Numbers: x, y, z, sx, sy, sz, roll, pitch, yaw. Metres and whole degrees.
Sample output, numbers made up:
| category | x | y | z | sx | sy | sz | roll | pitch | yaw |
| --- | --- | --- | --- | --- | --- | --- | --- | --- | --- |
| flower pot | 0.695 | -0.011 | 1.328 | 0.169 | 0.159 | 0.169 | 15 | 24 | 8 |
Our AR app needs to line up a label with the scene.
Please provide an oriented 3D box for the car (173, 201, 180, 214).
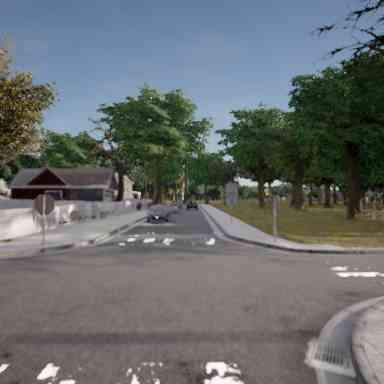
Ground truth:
| category | x | y | z | sx | sy | sz | roll | pitch | yaw |
| --- | --- | --- | --- | --- | --- | --- | --- | --- | --- |
| car | -2.825 | 2.090 | 42.131 | 1.895 | 1.301 | 4.718 | 0 | -1 | 0 |

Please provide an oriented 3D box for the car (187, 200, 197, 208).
| category | x | y | z | sx | sy | sz | roll | pitch | yaw |
| --- | --- | --- | --- | --- | --- | --- | --- | --- | --- |
| car | 0.027 | 2.329 | 64.511 | 1.812 | 1.442 | 4.674 | 0 | -1 | 0 |

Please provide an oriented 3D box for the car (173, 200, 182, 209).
| category | x | y | z | sx | sy | sz | roll | pitch | yaw |
| --- | --- | --- | --- | --- | --- | --- | --- | --- | --- |
| car | -2.729 | 2.216 | 58.556 | 2.128 | 1.511 | 4.902 | 0 | -1 | 0 |

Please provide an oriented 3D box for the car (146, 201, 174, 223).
| category | x | y | z | sx | sy | sz | roll | pitch | yaw |
| --- | --- | --- | --- | --- | --- | --- | --- | --- | --- |
| car | -2.838 | 1.822 | 29.117 | 1.837 | 1.490 | 4.892 | 0 | -1 | 0 |

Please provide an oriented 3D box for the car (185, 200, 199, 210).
| category | x | y | z | sx | sy | sz | roll | pitch | yaw |
| --- | --- | --- | --- | --- | --- | --- | --- | --- | --- |
| car | 0.020 | 2.161 | 54.089 | 1.837 | 1.490 | 4.892 | 0 | -1 | 0 |
